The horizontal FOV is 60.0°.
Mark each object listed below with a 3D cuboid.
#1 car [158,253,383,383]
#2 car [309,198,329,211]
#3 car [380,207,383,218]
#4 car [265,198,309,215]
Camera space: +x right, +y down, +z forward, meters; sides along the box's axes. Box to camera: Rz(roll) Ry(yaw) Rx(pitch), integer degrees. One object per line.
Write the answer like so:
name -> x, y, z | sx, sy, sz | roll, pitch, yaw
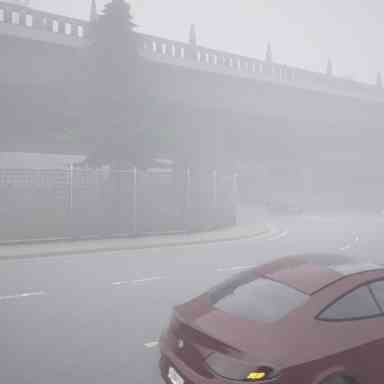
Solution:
car -> 1.881, 1.526, 4.125 | 4.674, 1.442, 1.812 | 0, 0, -28
car -> 14.466, 1.505, 40.567 | 1.837, 1.490, 4.892 | 0, 0, -20
car -> 17.738, 1.504, 27.563 | 1.837, 1.490, 4.892 | 0, 0, -6
car -> 9.230, 1.491, 33.907 | 2.128, 1.511, 4.902 | 0, 0, -16
